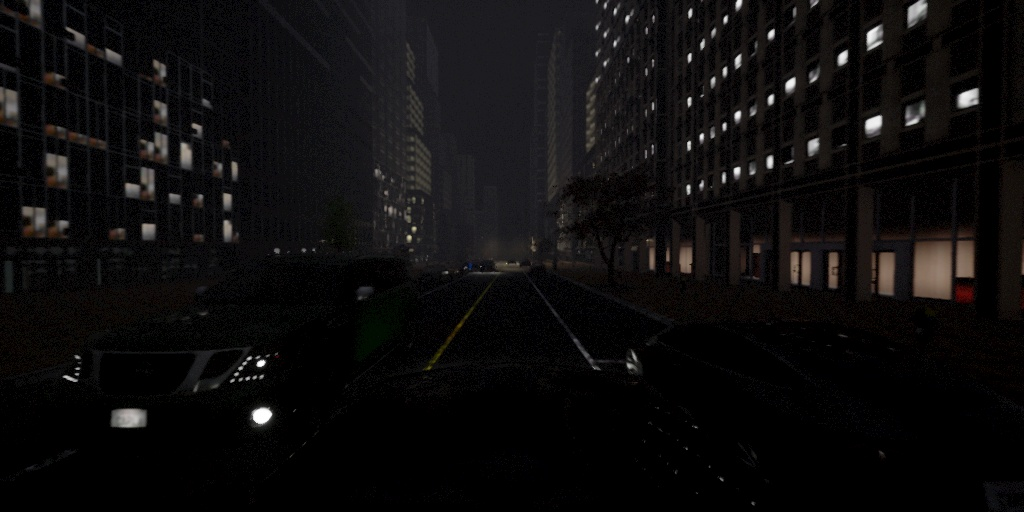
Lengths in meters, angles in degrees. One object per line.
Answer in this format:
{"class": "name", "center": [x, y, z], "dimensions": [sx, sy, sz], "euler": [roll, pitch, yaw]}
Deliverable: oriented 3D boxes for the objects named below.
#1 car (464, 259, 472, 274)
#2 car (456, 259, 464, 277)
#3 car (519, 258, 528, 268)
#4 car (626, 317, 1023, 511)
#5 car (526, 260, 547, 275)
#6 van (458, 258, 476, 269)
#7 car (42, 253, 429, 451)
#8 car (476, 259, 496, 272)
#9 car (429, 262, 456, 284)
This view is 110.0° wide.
{"class": "car", "center": [-5.687, 1.288, 37.735], "dimensions": [1.888, 1.381, 4.507], "euler": [0, 0, 0]}
{"class": "car", "center": [-5.688, 1.267, 31.940], "dimensions": [1.751, 1.417, 4.829], "euler": [0, 0, 0]}
{"class": "car", "center": [2.356, 1.280, 63.610], "dimensions": [1.812, 1.442, 4.674], "euler": [0, 0, 0]}
{"class": "car", "center": [2.691, 1.314, 3.984], "dimensions": [1.948, 1.339, 4.313], "euler": [0, 0, 0]}
{"class": "car", "center": [2.694, 1.324, 37.735], "dimensions": [1.802, 1.307, 4.207], "euler": [0, 0, 0]}
{"class": "van", "center": [-5.686, 1.085, 43.359], "dimensions": [1.690, 1.789, 3.998], "euler": [0, 0, 0]}
{"class": "car", "center": [-3.090, 0.971, 5.668], "dimensions": [2.150, 2.045, 5.566], "euler": [0, 0, 0]}
{"class": "car", "center": [-3.070, 1.252, 45.474], "dimensions": [1.837, 1.490, 4.892], "euler": [0, -1, 0]}
{"class": "car", "center": [-5.688, 1.291, 26.485], "dimensions": [2.007, 1.370, 4.403], "euler": [0, 0, 0]}
